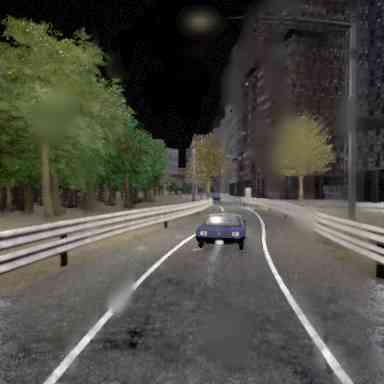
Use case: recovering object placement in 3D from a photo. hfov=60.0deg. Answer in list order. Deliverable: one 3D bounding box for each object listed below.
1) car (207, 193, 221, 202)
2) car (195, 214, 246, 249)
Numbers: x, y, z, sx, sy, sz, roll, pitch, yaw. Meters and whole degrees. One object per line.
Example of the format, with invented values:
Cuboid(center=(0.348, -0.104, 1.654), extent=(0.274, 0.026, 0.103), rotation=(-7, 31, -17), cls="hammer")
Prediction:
Cuboid(center=(4.912, 1.169, 74.514), extent=(2.150, 2.045, 5.566), rotation=(0, 0, -8), cls="car")
Cuboid(center=(1.444, 1.607, 14.722), extent=(1.895, 1.301, 4.718), rotation=(0, 0, 10), cls="car")
